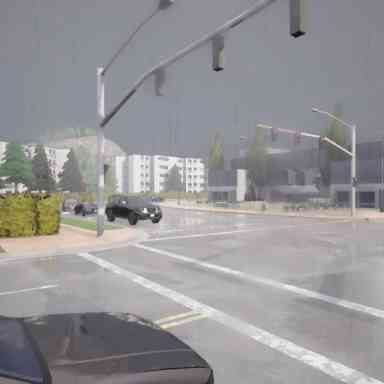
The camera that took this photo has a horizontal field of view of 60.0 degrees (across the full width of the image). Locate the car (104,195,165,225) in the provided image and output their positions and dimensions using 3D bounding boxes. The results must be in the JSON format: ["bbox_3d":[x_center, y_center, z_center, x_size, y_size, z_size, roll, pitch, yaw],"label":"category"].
[{"bbox_3d":[-4.427,1.221,24.513,2.150,2.045,5.566,0,0,-40],"label":"car"}]

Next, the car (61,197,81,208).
[{"bbox_3d":[-17.858,1.492,49.302,2.128,1.511,4.902,0,0,-13],"label":"car"}]

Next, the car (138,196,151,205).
[{"bbox_3d":[-8.597,1.506,60.544,1.837,1.490,4.892,0,0,-1],"label":"car"}]

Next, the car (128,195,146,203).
[{"bbox_3d":[-11.341,1.477,68.902,1.882,1.535,5.008,0,0,14],"label":"car"}]

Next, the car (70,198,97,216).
[{"bbox_3d":[-9.967,1.564,32.116,1.994,1.385,4.181,0,0,-34],"label":"car"}]

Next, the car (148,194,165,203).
[{"bbox_3d":[-7.498,1.354,70.950,2.097,1.767,4.553,0,0,17],"label":"car"}]

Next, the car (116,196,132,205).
[{"bbox_3d":[-12.025,1.491,58.870,2.128,1.511,4.902,0,0,-4],"label":"car"}]

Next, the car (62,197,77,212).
[{"bbox_3d":[-14.441,1.526,39.688,1.812,1.442,4.674,0,0,-24],"label":"car"}]

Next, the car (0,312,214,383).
[{"bbox_3d":[-2.343,1.547,2.094,5.357,1.411,2.033,0,0,-35],"label":"car"}]
